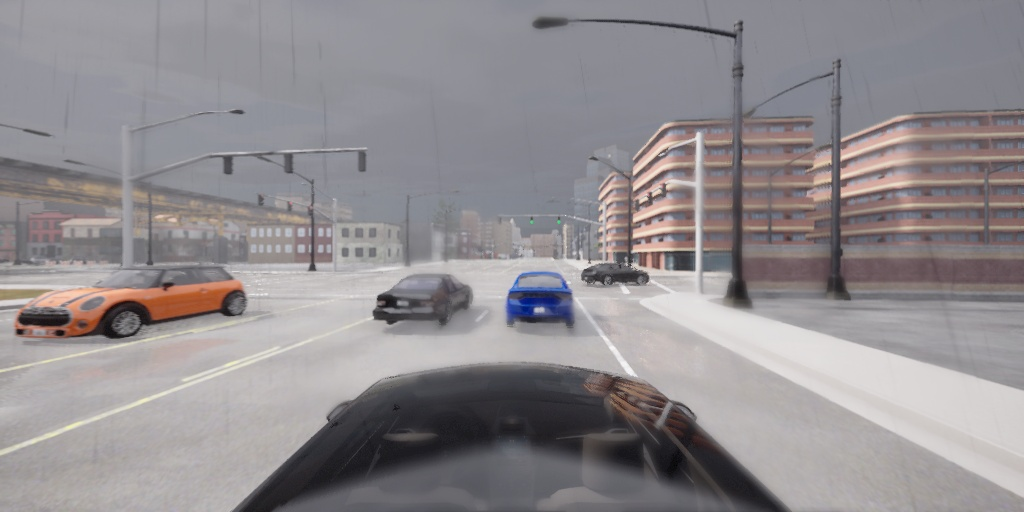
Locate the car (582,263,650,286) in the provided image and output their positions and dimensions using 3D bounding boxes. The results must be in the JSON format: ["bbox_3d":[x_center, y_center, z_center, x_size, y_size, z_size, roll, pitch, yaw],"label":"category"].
[{"bbox_3d":[7.086,1.235,24.393,4.892,1.490,1.837,0,-3,-23],"label":"car"}]

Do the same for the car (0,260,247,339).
[{"bbox_3d":[-9.968,1.053,9.956,2.097,1.767,4.553,0,0,6],"label":"car"}]

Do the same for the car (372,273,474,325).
[{"bbox_3d":[-2.609,1.274,11.761,2.033,1.411,5.357,0,0,5],"label":"car"}]

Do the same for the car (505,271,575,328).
[{"bbox_3d":[0.903,1.217,11.522,1.882,1.535,5.008,0,0,5],"label":"car"}]
